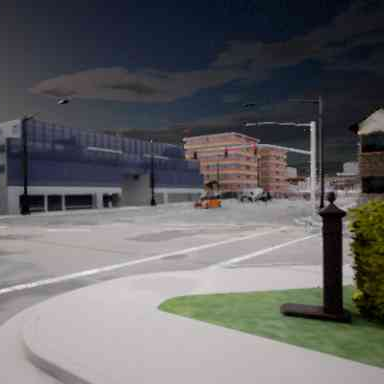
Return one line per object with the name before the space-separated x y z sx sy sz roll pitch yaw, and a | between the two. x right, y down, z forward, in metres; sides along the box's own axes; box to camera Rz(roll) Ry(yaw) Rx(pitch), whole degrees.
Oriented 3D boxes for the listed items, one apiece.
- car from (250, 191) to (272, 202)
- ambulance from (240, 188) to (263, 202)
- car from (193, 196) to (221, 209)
car | 12.836 1.003 59.557 1.837 1.490 4.892 -1 1 36
ambulance | 11.298 0.524 63.382 2.351 2.431 6.366 -1 0 35
car | 2.031 1.326 44.238 2.097 1.767 4.553 -1 1 35
